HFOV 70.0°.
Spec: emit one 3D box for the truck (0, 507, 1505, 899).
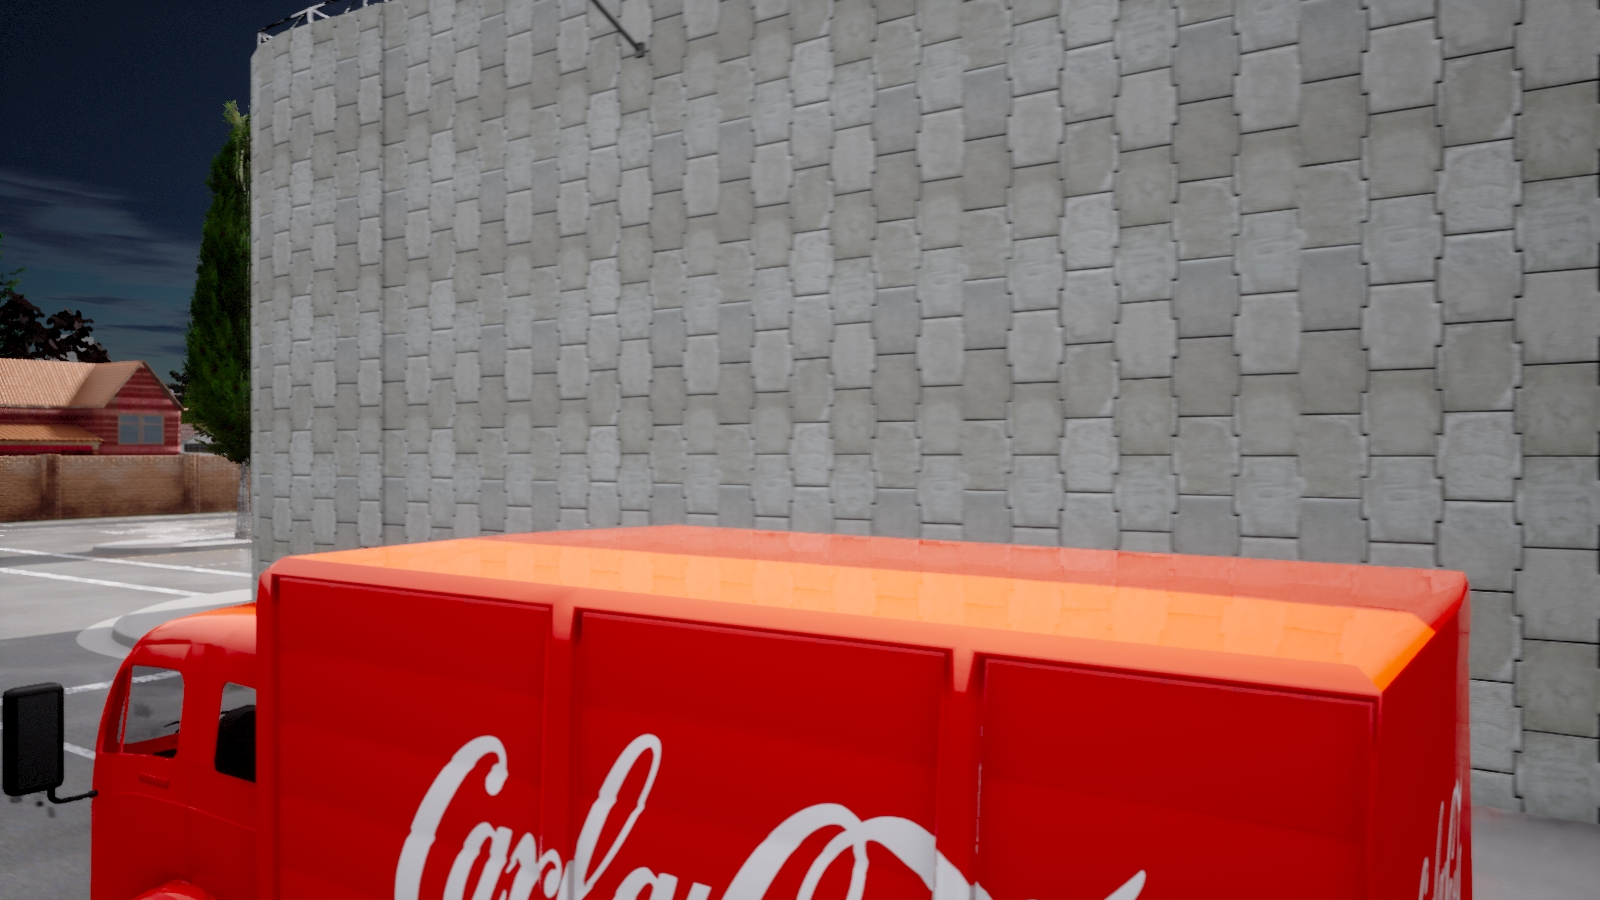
[{"bbox_3d":[-0.563,1.566,4.180,5.204,2.467,2.627,0,0,35],"label":"truck"}]
